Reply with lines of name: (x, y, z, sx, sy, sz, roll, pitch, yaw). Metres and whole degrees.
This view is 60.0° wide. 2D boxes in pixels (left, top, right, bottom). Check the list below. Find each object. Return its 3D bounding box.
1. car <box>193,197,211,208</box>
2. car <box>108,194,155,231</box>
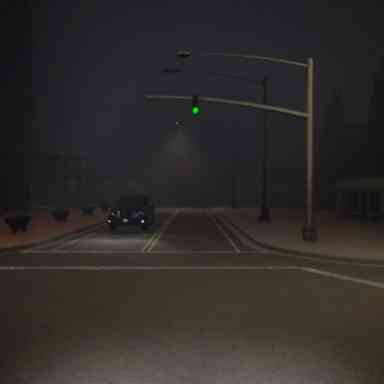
car: (1.423, 1.485, 47.970, 1.812, 1.442, 4.674, 0, 0, 16)
car: (-3.589, 1.183, 20.737, 2.150, 2.045, 5.566, 0, 0, 0)
